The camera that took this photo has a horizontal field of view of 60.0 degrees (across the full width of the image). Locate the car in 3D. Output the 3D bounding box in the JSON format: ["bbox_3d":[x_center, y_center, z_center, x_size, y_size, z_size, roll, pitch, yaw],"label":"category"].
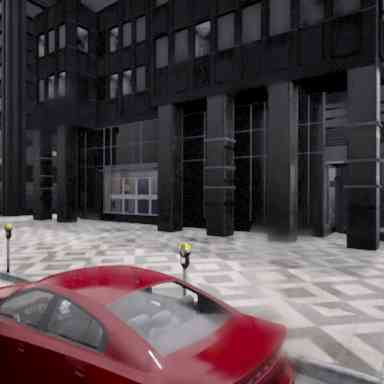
[{"bbox_3d":[-1.167,1.543,3.797,4.507,1.381,1.887,0,0,36],"label":"car"}]
